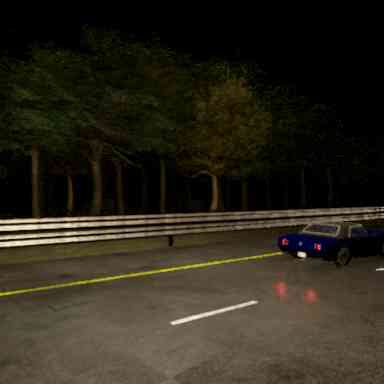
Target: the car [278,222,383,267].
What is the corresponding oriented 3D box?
[{"bbox_3d":[5.293,1.711,11.809,4.718,1.301,1.895,1,0,-35],"label":"car"}]
